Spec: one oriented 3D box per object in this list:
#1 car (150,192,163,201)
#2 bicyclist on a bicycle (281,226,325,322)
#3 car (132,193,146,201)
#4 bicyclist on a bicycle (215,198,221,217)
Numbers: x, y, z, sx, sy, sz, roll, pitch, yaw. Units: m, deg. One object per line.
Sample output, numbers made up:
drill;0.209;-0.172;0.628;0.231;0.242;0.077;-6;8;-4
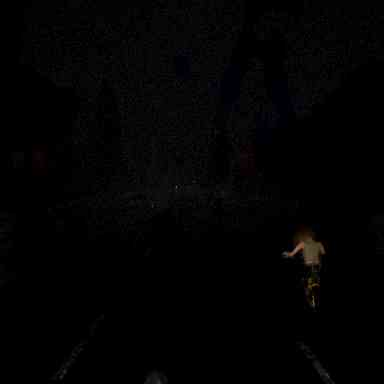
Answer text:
car;-6.489;0.741;61.235;2.128;1.511;4.902;0;1;0
bicyclist on a bicycle;2.156;1.435;6.260;0.866;1.612;1.509;0;0;0
car;-9.739;0.850;61.208;1.895;1.301;4.718;0;1;0
bicyclist on a bicycle;2.257;1.320;28.872;0.582;1.620;1.656;0;0;0
